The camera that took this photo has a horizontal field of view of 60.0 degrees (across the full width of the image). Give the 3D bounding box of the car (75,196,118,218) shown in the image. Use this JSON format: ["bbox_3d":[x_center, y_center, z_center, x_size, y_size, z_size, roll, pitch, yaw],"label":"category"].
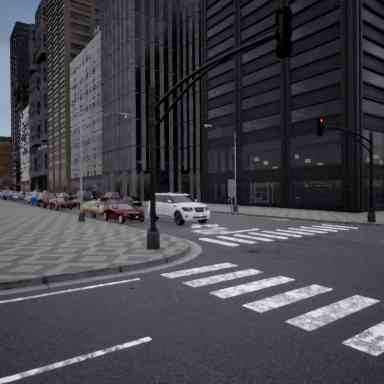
[{"bbox_3d":[-8.199,1.354,28.429,1.752,1.417,4.829,0,1,-36],"label":"car"}]

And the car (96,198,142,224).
[{"bbox_3d":[-4.994,1.417,24.014,1.887,1.381,4.507,0,1,-36],"label":"car"}]

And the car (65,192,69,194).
[{"bbox_3d":[-21.918,0.832,57.295,2.097,1.767,4.553,-1,1,-36],"label":"car"}]

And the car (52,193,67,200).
[{"bbox_3d":[-27.823,0.856,69.990,1.887,1.381,4.507,0,1,-36],"label":"car"}]

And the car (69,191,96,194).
[{"bbox_3d":[-15.736,0.801,48.842,2.150,2.045,5.566,-1,1,-38],"label":"car"}]

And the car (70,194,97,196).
[{"bbox_3d":[-12.990,1.260,39.744,1.994,1.385,4.181,-1,1,-35],"label":"car"}]

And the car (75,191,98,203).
[{"bbox_3d":[-17.912,0.795,56.332,2.192,1.841,5.009,0,1,-36],"label":"car"}]

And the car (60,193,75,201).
[{"bbox_3d":[-24.520,0.950,65.438,1.802,1.307,4.206,0,1,-36],"label":"car"}]

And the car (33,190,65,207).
[{"bbox_3d":[-18.208,0.996,42.223,2.192,1.841,5.009,0,1,-36],"label":"car"}]

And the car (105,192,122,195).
[{"bbox_3d":[-11.306,0.901,47.227,2.192,1.841,5.009,0,1,-36],"label":"car"}]

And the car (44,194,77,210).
[{"bbox_3d":[-14.905,1.276,37.672,1.887,1.381,4.507,0,1,-36],"label":"car"}]

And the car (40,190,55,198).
[{"bbox_3d":[-34.428,0.511,79.092,2.192,1.841,5.009,0,1,-36],"label":"car"}]

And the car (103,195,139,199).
[{"bbox_3d":[-7.097,1.330,31.598,2.033,1.411,5.357,-1,1,-36],"label":"car"}]

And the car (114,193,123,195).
[{"bbox_3d":[-8.004,1.202,42.677,1.947,1.339,4.313,0,1,-36],"label":"car"}]

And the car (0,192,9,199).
[{"bbox_3d":[-44.635,0.777,78.643,1.887,1.381,4.507,0,1,-36],"label":"car"}]

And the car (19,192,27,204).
[{"bbox_3d":[-24.816,1.126,51.330,2.008,1.369,4.403,0,1,-36],"label":"car"}]

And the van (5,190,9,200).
[{"bbox_3d":[-34.724,0.747,64.985,1.690,1.788,3.998,0,1,-36],"label":"van"}]

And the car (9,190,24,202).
[{"bbox_3d":[-31.422,0.904,60.434,1.967,1.590,4.097,0,1,-36],"label":"car"}]

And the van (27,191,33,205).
[{"bbox_3d":[-21.511,0.970,46.776,1.690,1.788,3.998,0,1,-36],"label":"van"}]

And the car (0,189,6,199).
[{"bbox_3d":[-38.028,0.664,69.537,2.192,1.841,5.009,0,1,-36],"label":"car"}]

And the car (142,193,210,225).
[{"bbox_3d":[-1.085,1.087,23.301,2.150,2.045,5.566,-1,1,-36],"label":"car"}]
